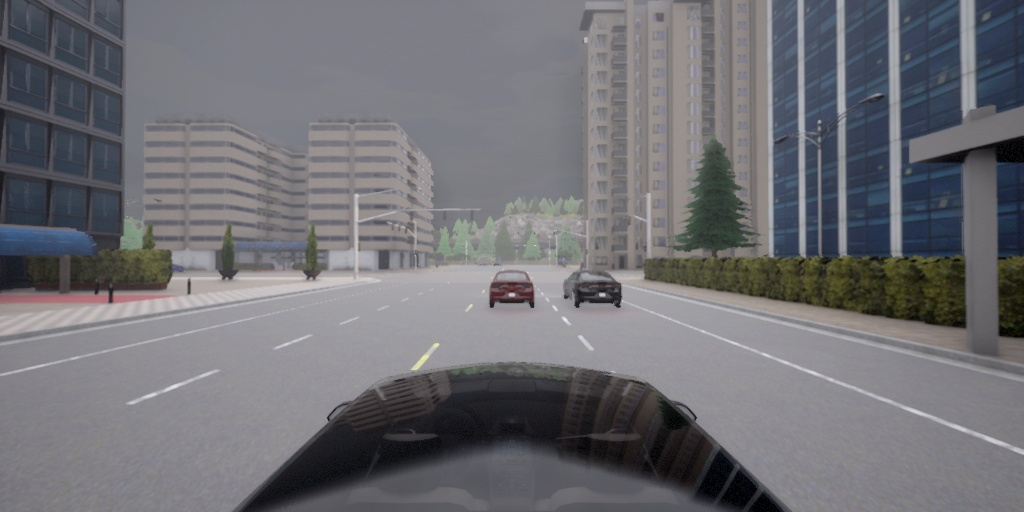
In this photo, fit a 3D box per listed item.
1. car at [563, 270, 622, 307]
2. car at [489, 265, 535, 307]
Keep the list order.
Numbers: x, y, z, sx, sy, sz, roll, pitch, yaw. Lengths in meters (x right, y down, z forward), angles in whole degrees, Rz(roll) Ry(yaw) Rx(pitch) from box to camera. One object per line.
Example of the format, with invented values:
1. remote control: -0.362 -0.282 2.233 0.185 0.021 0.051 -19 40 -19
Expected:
1. car: 3.499 1.364 16.327 1.882 1.535 5.008 0 0 0
2. car: -0.001 1.364 16.327 1.882 1.535 5.008 0 0 0
